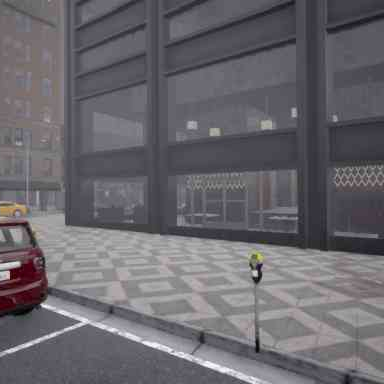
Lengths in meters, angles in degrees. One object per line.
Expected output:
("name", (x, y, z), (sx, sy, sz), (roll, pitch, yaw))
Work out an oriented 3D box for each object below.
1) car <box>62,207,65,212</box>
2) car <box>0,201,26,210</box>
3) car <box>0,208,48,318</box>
("car", (-12.461, 1.793, 39.157), (2.033, 1.411, 5.357), (-1, -1, 35))
("car", (-18.234, 1.641, 31.175), (1.882, 1.535, 5.008), (-1, -1, 36))
("car", (-4.743, 1.316, 6.248), (5.009, 1.841, 2.192), (0, -1, 36))
